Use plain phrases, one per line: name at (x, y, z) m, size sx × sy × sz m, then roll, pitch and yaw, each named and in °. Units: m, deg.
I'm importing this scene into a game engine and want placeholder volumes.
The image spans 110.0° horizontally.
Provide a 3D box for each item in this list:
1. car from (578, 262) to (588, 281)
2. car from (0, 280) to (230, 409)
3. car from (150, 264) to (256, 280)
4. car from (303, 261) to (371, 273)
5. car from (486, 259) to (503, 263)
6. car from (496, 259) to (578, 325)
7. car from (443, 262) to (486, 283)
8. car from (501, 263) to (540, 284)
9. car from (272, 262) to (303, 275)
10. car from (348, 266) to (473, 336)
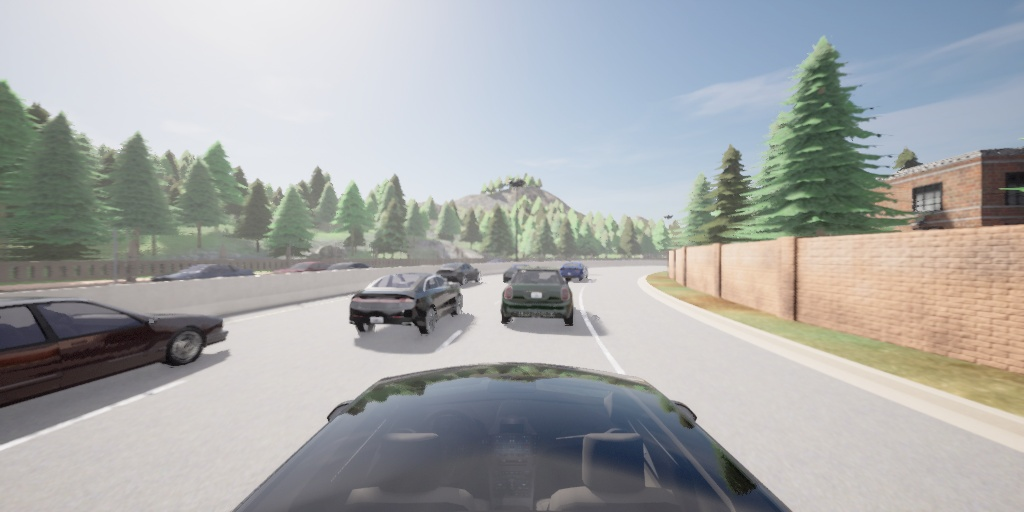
car at (5.303, 1.243, 30.473) m, size 1.882 × 1.535 × 5.008 m, roll 0°, pitch 0°, yaw 19°
car at (-6.771, 1.263, 4.802) m, size 2.033 × 1.411 × 5.357 m, roll 0°, pitch 0°, yaw 3°
car at (-18.895, 1.198, 22.304) m, size 2.033 × 1.411 × 5.357 m, roll 0°, pitch 0°, yaw 11°
car at (-11.259, 1.192, 24.230) m, size 1.837 × 1.490 × 4.892 m, roll 0°, pitch 0°, yaw 13°
car at (-2.717, 1.193, 61.410) m, size 1.882 × 1.535 × 5.008 m, roll 0°, pitch 0°, yaw 33°
car at (0.923, 1.103, 12.043) m, size 2.097 × 1.767 × 4.553 m, roll 0°, pitch 0°, yaw 7°
car at (-3.655, 1.229, 25.063) m, size 1.837 × 1.490 × 4.892 m, roll 0°, pitch 0°, yaw 14°
car at (0.749, 1.308, 27.726) m, size 1.994 × 1.385 × 4.181 m, roll 0°, pitch 0°, yaw 17°
car at (-14.538, 1.148, 25.526) m, size 1.882 × 1.535 × 5.008 m, roll 0°, pitch 0°, yaw 14°
car at (-2.788, 1.225, 10.445) m, size 2.128 × 1.511 × 4.902 m, roll 0°, pitch 0°, yaw 6°
